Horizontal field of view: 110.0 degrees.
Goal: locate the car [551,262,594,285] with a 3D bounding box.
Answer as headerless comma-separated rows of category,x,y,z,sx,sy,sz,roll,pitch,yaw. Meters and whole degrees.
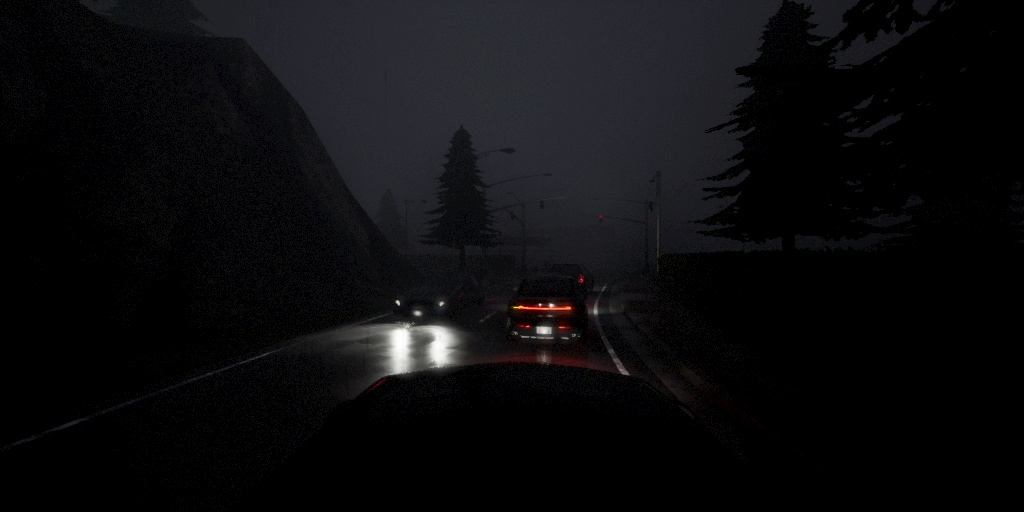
car,3.022,1.102,18.558,2.097,1.767,4.553,0,0,17

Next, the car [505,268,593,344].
car,1.020,1.255,9.637,1.837,1.490,4.892,0,0,9

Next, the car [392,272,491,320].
car,-2.219,1.298,13.082,2.033,1.411,5.357,0,0,12
